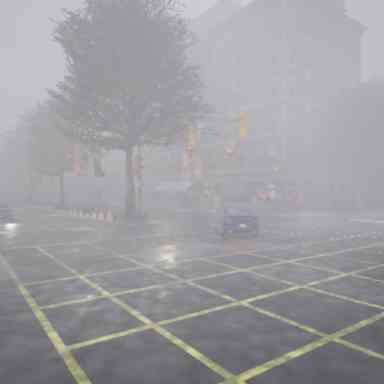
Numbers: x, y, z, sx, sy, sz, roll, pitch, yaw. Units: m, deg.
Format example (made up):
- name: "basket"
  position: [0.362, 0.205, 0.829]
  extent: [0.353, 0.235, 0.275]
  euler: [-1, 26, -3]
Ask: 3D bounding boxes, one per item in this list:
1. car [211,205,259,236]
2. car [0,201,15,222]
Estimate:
- name: "car"
  position: [2.274, 1.464, 18.384]
  extent: [1.882, 1.535, 5.008]
  euler: [1, 0, -4]
- name: "car"
  position: [-15.148, 1.501, 25.933]
  extent: [1.837, 1.490, 4.892]
  euler: [0, 0, -35]
